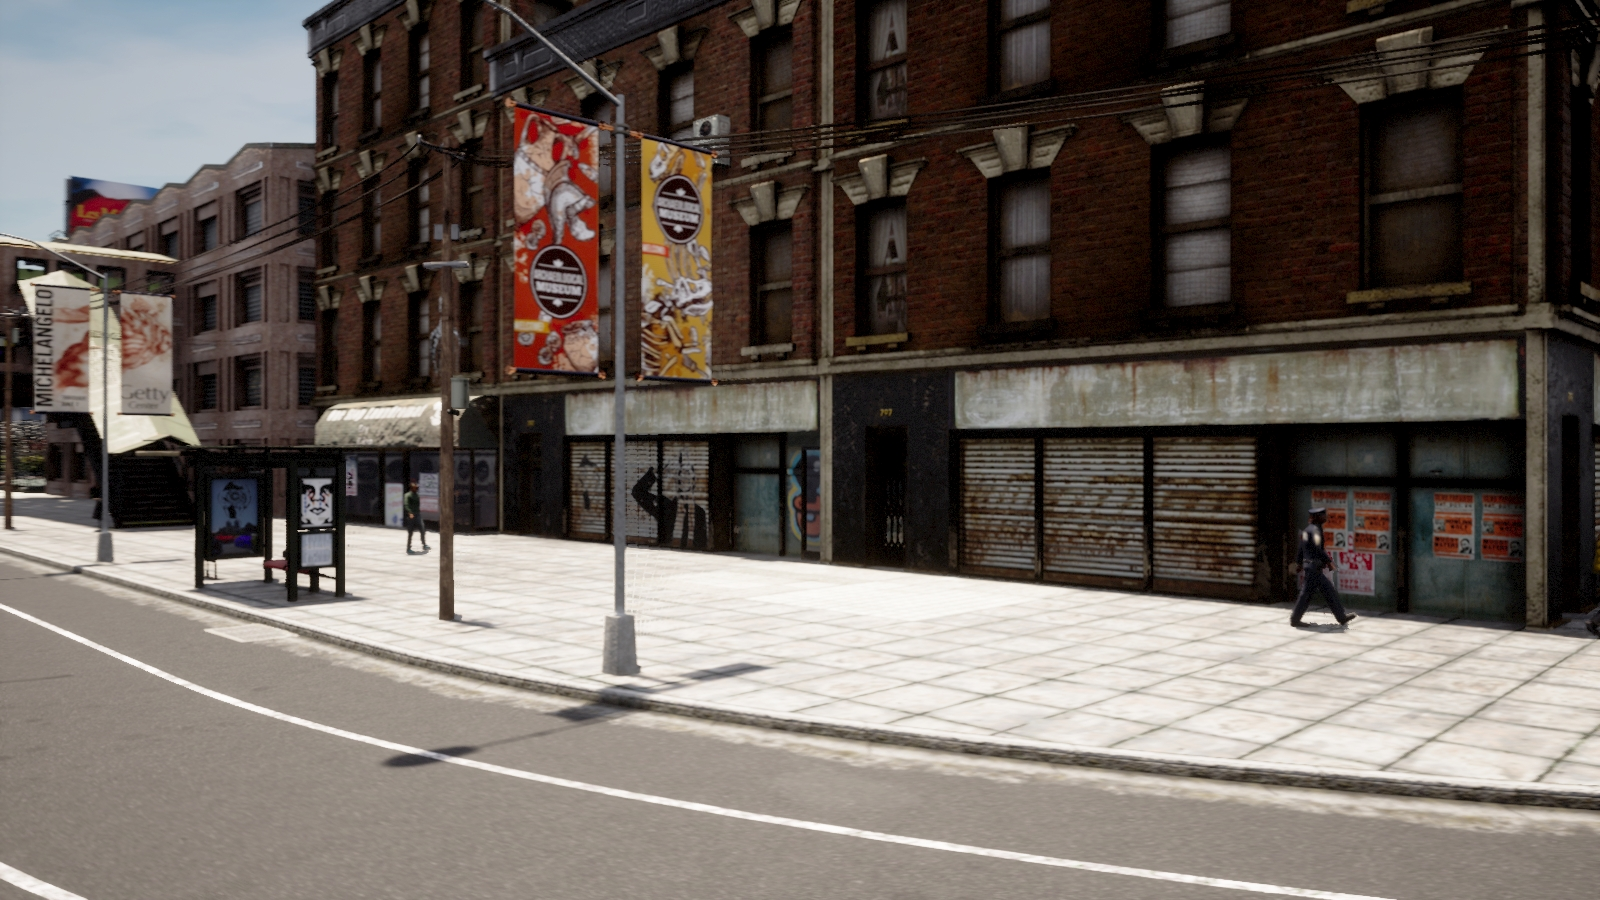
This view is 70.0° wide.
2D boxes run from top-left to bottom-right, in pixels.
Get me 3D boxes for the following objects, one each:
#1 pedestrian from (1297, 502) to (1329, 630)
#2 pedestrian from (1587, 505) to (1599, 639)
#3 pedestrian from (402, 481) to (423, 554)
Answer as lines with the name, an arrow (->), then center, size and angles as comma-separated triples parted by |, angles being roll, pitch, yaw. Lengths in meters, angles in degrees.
pedestrian -> 7.647, 1.721, 17.047 | 0.375, 1.860, 0.375 | 0, 0, 14
pedestrian -> 11.433, 1.722, 16.170 | 0.375, 1.860, 0.375 | 0, 0, 14
pedestrian -> -9.956, 1.729, 29.351 | 0.375, 1.860, 0.375 | 0, 0, 33
